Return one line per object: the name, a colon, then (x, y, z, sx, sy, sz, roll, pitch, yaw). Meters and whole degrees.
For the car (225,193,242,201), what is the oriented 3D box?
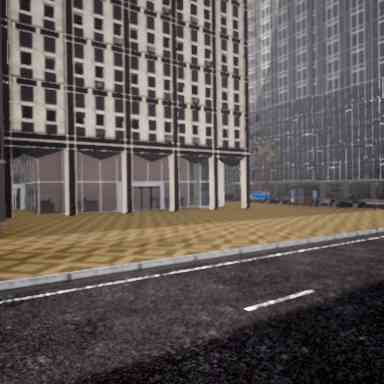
car: (7.764, 0.928, 63.261, 1.882, 1.535, 5.008, -1, 1, -34)

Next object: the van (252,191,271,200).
van: (13.559, 0.697, 64.939, 1.690, 1.788, 3.998, -1, 1, -34)

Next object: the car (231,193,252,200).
car: (10.348, 0.886, 69.631, 1.802, 1.307, 4.206, -1, 1, -34)

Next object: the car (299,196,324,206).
car: (16.193, 1.255, 46.082, 1.802, 1.307, 4.206, -1, 1, -34)

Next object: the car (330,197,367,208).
car: (19.391, 1.290, 41.381, 1.947, 1.339, 4.313, -1, 1, -34)

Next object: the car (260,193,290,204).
car: (13.028, 1.188, 50.802, 1.947, 1.339, 4.313, -1, 1, -34)
